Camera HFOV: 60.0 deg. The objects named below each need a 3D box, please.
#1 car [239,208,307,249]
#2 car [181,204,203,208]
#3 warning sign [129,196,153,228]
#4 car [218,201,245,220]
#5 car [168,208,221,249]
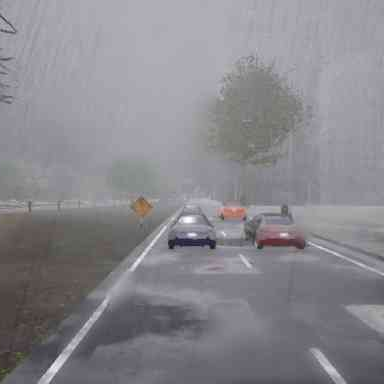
[{"bbox_3d":[3.500,1.608,14.654,1.994,1.385,4.181,0,0,0],"label":"car"},{"bbox_3d":[0.000,1.751,29.658,1.994,1.385,4.181,0,-1,0],"label":"car"},{"bbox_3d":[-3.052,1.185,20.153,1.300,1.860,1.060,0,-1,0],"label":"warning sign"},{"bbox_3d":[3.500,1.545,29.631,2.097,1.767,4.553,0,-1,0],"label":"car"},{"bbox_3d":[0.000,1.608,14.654,1.994,1.385,4.181,0,0,0],"label":"car"}]
